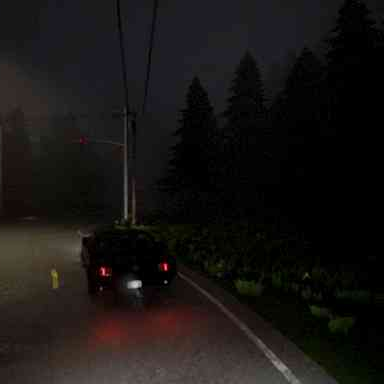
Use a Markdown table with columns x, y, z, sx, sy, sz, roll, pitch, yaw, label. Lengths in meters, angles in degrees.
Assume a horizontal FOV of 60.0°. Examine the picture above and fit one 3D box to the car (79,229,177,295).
| x | y | z | sx | sy | sz | roll | pitch | yaw | label |
| --- | --- | --- | --- | --- | --- | --- | --- | --- | --- |
| -1.990 | 1.659 | 9.044 | 1.895 | 1.301 | 4.718 | 0 | 0 | -21 | car |
